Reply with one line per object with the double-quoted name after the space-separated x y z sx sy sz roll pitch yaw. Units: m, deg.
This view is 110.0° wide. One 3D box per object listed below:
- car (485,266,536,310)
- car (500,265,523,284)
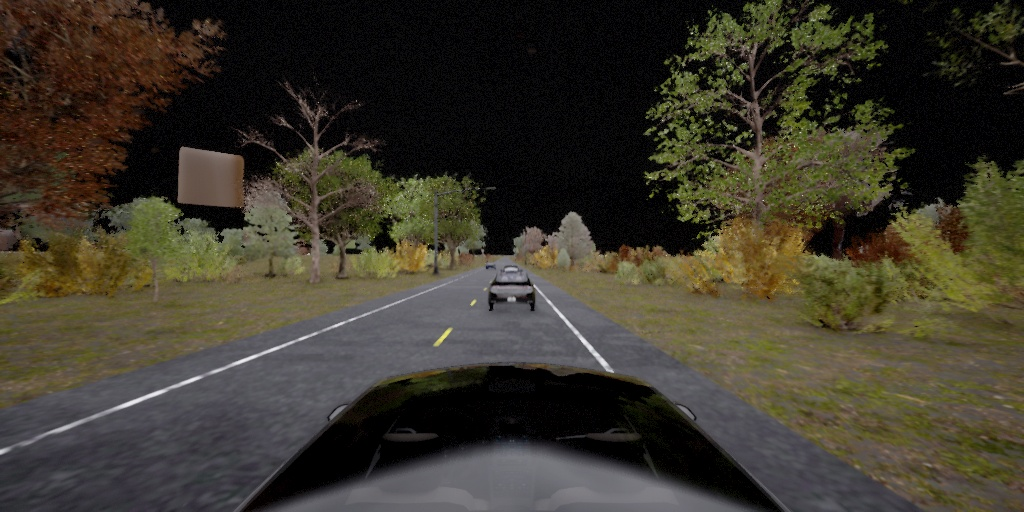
0.001 1.374 15.373 2.128 1.511 4.902 0 0 0 "car"
-0.060 1.543 30.767 1.812 1.442 4.674 0 0 0 "car"
